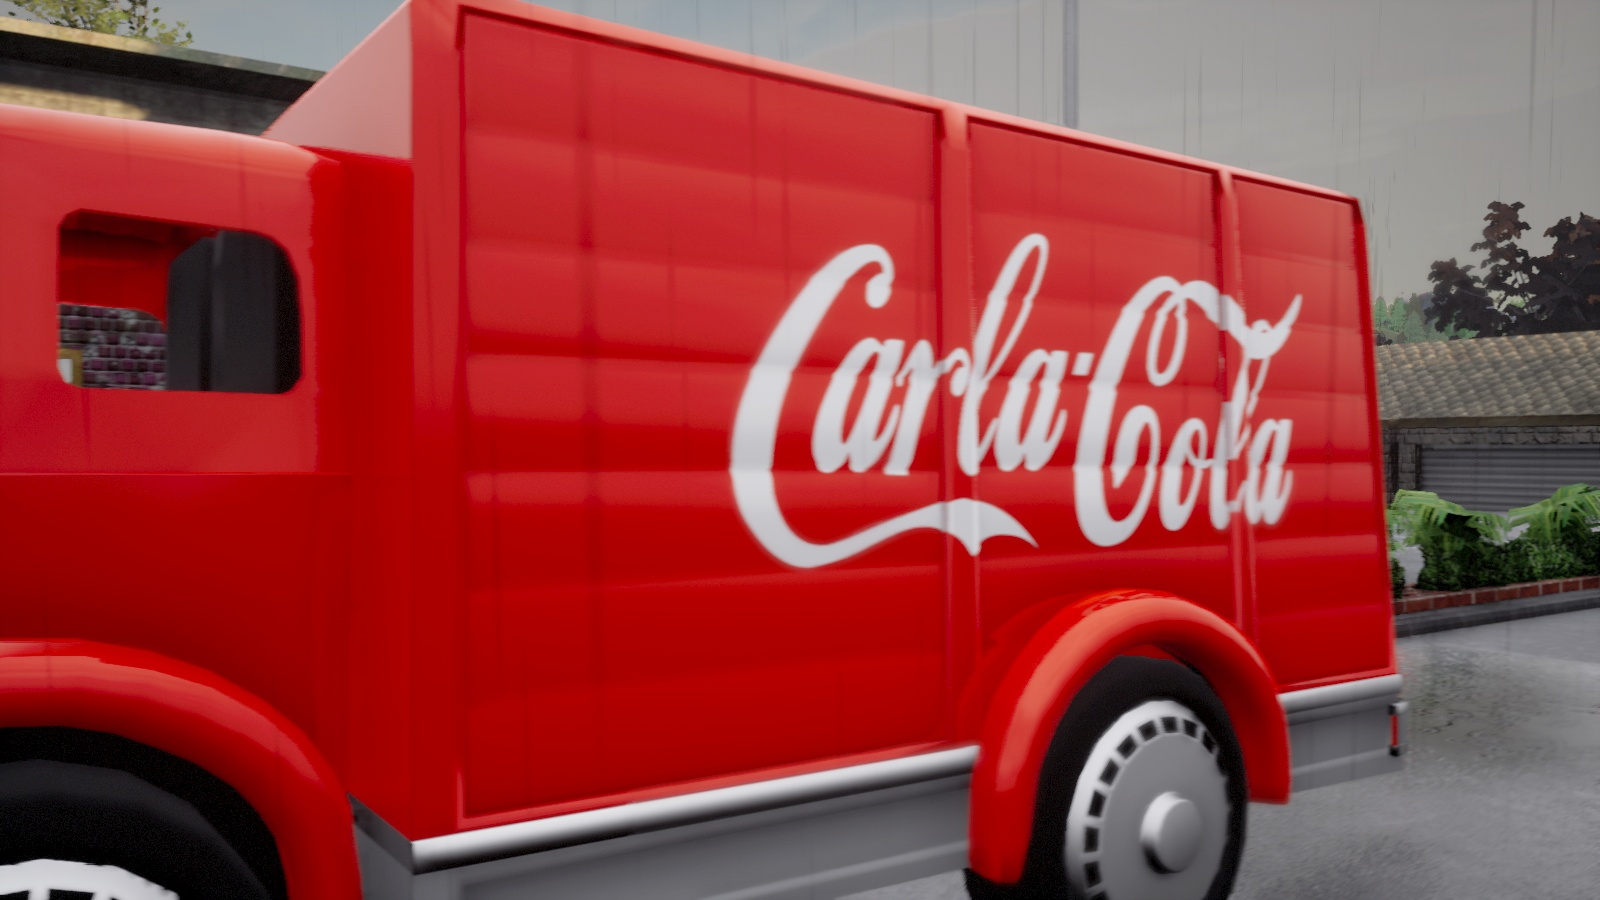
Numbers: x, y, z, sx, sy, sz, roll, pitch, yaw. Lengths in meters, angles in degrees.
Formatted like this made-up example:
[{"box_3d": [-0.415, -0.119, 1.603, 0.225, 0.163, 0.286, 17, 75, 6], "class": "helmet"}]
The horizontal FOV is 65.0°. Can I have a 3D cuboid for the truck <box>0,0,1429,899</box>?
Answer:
[{"box_3d": [-0.841, 0.269, 3.685, 5.204, 2.467, 2.627, 0, 0, -35], "class": "truck"}]
